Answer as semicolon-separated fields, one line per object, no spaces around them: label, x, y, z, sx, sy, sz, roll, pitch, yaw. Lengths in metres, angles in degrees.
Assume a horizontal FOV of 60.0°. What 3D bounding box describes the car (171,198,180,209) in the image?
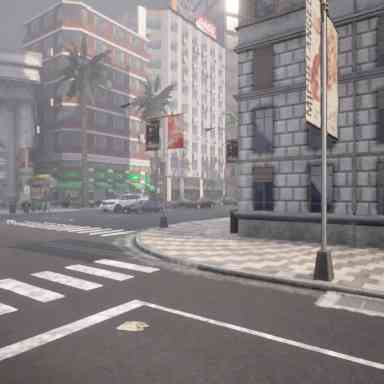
car;-1.798;1.526;45.870;1.812;1.442;4.674;0;0;37

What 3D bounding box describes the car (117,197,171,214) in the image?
car;-5.085;1.547;35.674;2.033;1.411;5.357;0;0;36

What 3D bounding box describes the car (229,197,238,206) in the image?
car;8.282;1.564;52.078;4.181;1.385;1.994;0;0;-42

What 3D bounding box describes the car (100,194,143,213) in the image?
car;-7.799;1.221;37.868;2.150;2.045;5.566;0;0;36

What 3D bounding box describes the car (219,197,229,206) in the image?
car;5.145;1.492;53.911;4.902;1.511;2.128;0;0;-43

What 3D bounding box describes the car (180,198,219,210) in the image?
car;1.110;1.478;43.955;1.882;1.535;5.008;0;0;38
